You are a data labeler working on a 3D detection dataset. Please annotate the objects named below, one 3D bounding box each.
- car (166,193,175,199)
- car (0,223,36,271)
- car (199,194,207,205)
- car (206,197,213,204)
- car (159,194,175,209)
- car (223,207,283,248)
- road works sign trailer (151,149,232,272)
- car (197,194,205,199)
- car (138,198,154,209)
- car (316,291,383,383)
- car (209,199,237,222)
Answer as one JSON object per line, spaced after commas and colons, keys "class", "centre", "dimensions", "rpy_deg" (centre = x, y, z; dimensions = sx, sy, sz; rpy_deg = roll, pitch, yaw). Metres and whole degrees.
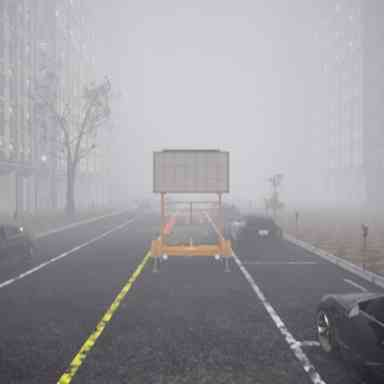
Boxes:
{"class": "car", "centre": [-5.932, 1.087, 93.336], "dimensions": [2.192, 1.841, 5.009], "rpy_deg": [-1, 0, 0]}
{"class": "car", "centre": [-5.721, 1.547, 8.716], "dimensions": [1.947, 1.339, 4.313], "rpy_deg": [-1, 0, 0]}
{"class": "car", "centre": [2.549, 1.421, 53.881], "dimensions": [1.887, 1.381, 4.507], "rpy_deg": [-1, 0, 0]}
{"class": "car", "centre": [2.604, 1.455, 31.480], "dimensions": [1.752, 1.417, 4.829], "rpy_deg": [-1, 0, 0]}
{"class": "car", "centre": [-3.189, 1.380, 43.070], "dimensions": [1.882, 1.535, 5.008], "rpy_deg": [0, 0, 0]}
{"class": "car", "centre": [2.647, 1.535, 14.382], "dimensions": [1.947, 1.339, 4.313], "rpy_deg": [-1, 0, 0]}
{"class": "road works sign trailer", "centre": [-0.025, 0.441, 10.637], "dimensions": [2.380, 3.560, 2.880], "rpy_deg": [0, 0, 0]}
{"class": "car", "centre": [2.452, 1.322, 93.380], "dimensions": [2.008, 1.369, 4.403], "rpy_deg": [-1, 0, 0]}
{"class": "car", "centre": [-5.804, 1.454, 42.564], "dimensions": [2.008, 1.369, 4.403], "rpy_deg": [-1, 0, 0]}
{"class": "car", "centre": [2.674, 1.559, 3.096], "dimensions": [1.947, 1.339, 4.313], "rpy_deg": [-1, 0, 0]}
{"class": "car", "centre": [2.618, 1.488, 25.667], "dimensions": [1.887, 1.381, 4.507], "rpy_deg": [-1, 0, 0]}
